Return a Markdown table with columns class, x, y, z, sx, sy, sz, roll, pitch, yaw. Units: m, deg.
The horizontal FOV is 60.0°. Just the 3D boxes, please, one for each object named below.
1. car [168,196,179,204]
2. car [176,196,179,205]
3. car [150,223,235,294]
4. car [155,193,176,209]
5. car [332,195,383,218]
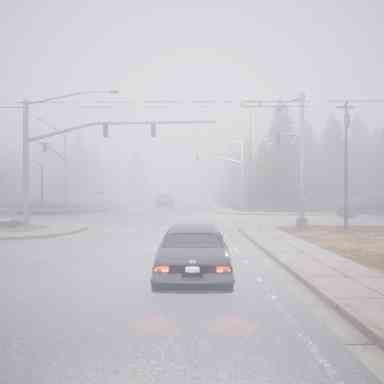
| class | x | y | z | sx | sy | sz | roll | pitch | yaw |
| --- | --- | --- | --- | --- | --- | --- | --- | --- | --- |
| car | -3.578 | 1.526 | 65.898 | 1.812 | 1.442 | 4.674 | 0 | 0 | 1 |
| car | -3.697 | 1.352 | 55.624 | 2.097 | 1.767 | 4.553 | 0 | 0 | 0 |
| car | 0.029 | 1.545 | 8.963 | 2.033 | 1.411 | 5.357 | 0 | 0 | 0 |
| car | -3.703 | 1.222 | 45.603 | 2.150 | 2.045 | 5.566 | 0 | 0 | 0 |
| car | 15.531 | 1.248 | 29.618 | 5.566 | 2.045 | 2.150 | 0 | 0 | 1 |
